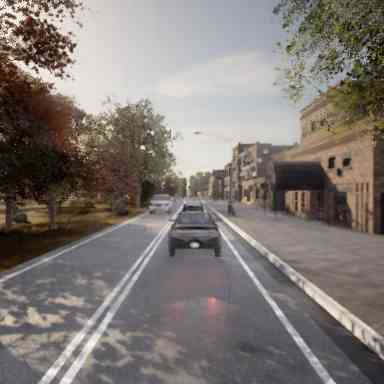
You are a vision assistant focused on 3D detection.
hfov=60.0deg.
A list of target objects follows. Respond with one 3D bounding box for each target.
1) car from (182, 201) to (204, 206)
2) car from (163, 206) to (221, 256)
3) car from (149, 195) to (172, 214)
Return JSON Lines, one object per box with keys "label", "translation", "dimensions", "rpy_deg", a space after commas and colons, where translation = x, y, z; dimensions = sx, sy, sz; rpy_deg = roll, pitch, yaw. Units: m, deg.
{"label": "car", "translation": [0.104, 1.538, 30.190], "dimensions": [1.882, 1.535, 5.008], "rpy_deg": [0, 0, 0]}
{"label": "car", "translation": [0.096, 1.518, 13.248], "dimensions": [2.128, 1.511, 4.902], "rpy_deg": [0, 0, 0]}
{"label": "car", "translation": [-3.335, 1.296, 36.048], "dimensions": [2.150, 2.045, 5.566], "rpy_deg": [0, 0, 0]}
